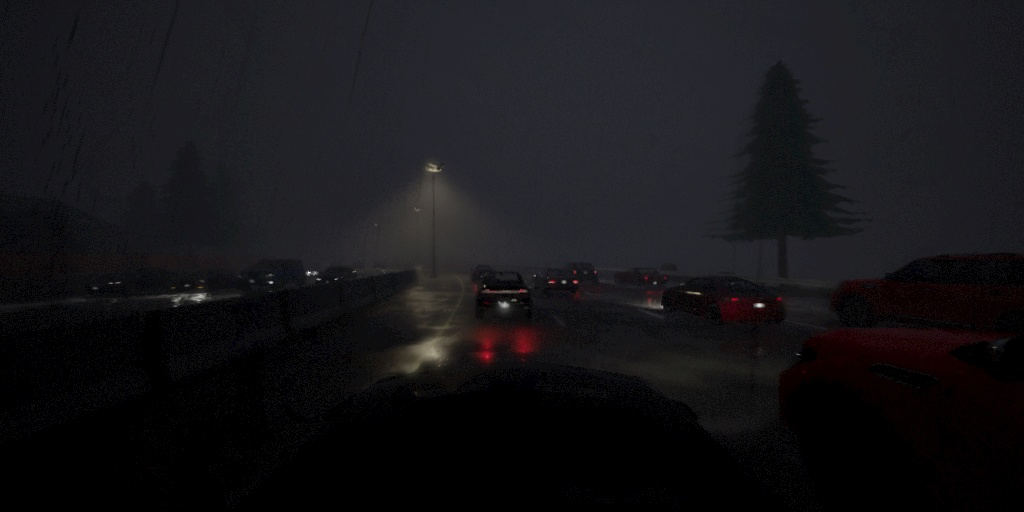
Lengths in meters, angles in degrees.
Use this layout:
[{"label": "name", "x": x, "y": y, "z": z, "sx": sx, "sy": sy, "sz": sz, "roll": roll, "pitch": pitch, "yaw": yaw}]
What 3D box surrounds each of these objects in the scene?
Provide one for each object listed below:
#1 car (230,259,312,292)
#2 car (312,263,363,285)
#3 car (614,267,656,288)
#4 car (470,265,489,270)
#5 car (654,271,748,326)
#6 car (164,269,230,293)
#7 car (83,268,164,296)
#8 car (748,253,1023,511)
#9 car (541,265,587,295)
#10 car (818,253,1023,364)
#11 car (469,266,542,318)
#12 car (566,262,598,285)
[{"label": "car", "x": -15.801, "y": 1.195, "z": 23.981, "sx": 2.150, "sy": 2.045, "sz": 5.566, "roll": 0, "pitch": -1, "yaw": -9}, {"label": "car", "x": -12.605, "y": 1.473, "z": 26.091, "sx": 1.837, "sy": 1.490, "sz": 4.892, "roll": 0, "pitch": 0, "yaw": -9}, {"label": "car", "x": 8.934, "y": 1.457, "z": 25.303, "sx": 1.895, "sy": 1.301, "sz": 4.718, "roll": 0, "pitch": 0, "yaw": -7}, {"label": "car", "x": -2.536, "y": 1.474, "z": 30.744, "sx": 1.812, "sy": 1.442, "sz": 4.674, "roll": 0, "pitch": 0, "yaw": -10}, {"label": "car", "x": 6.704, "y": 1.346, "z": 11.879, "sx": 1.994, "sy": 1.385, "sz": 4.181, "roll": 0, "pitch": 0, "yaw": -3}, {"label": "car", "x": -19.189, "y": 1.545, "z": 22.827, "sx": 1.994, "sy": 1.385, "sz": 4.181, "roll": 0, "pitch": 0, "yaw": -8}, {"label": "car", "x": -22.530, "y": 1.481, "z": 21.516, "sx": 2.128, "sy": 1.511, "sz": 4.902, "roll": 0, "pitch": 0, "yaw": -8}, {"label": "car", "x": 3.515, "y": 0.952, "z": 0.920, "sx": 2.150, "sy": 2.045, "sz": 5.566, "roll": 0, "pitch": 0, "yaw": 1}, {"label": "car", "x": 2.422, "y": 1.409, "z": 21.002, "sx": 2.033, "sy": 1.411, "sz": 5.357, "roll": 0, "pitch": 0, "yaw": -6}, {"label": "car", "x": 10.414, "y": 0.962, "z": 8.065, "sx": 2.150, "sy": 2.045, "sz": 5.566, "roll": 0, "pitch": 0, "yaw": -2}, {"label": "car", "x": -0.375, "y": 1.319, "z": 13.359, "sx": 2.128, "sy": 1.511, "sz": 4.902, "roll": 0, "pitch": 0, "yaw": -4}, {"label": "car", "x": 4.995, "y": 1.244, "z": 27.953, "sx": 2.097, "sy": 1.767, "sz": 4.553, "roll": 0, "pitch": 0, "yaw": -8}]
